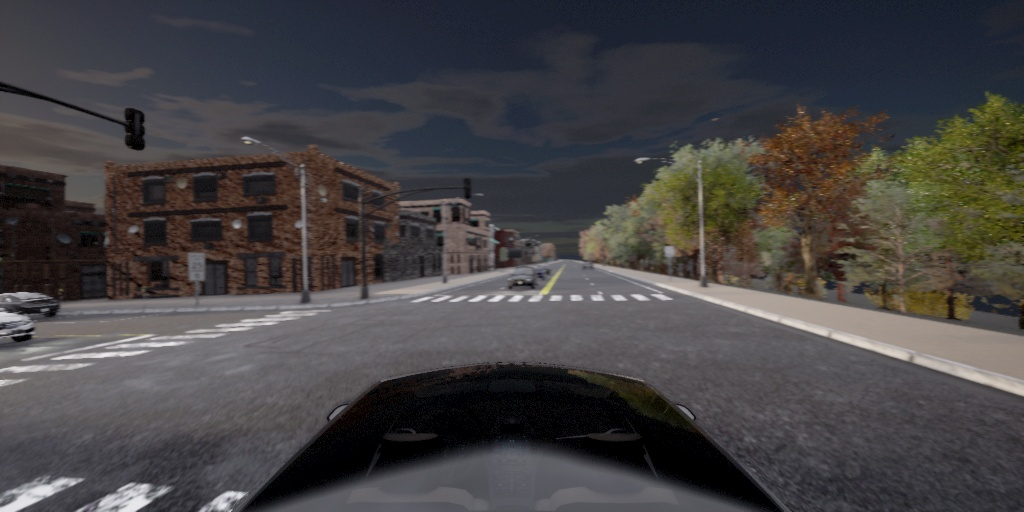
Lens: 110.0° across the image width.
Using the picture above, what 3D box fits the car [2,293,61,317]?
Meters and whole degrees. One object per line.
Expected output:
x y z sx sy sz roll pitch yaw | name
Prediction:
-25.608 2.575 18.324 4.403 1.370 2.007 0 0 8 | car

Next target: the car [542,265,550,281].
2.455 1.744 36.081 1.895 1.301 4.718 -2 -1 9 | car

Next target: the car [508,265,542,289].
0.903 1.558 26.283 1.837 1.490 4.892 -2 -1 9 | car

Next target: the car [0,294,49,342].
-17.861 2.173 11.274 4.674 1.442 1.812 -3 0 8 | car

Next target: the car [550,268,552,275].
4.040 1.835 46.053 1.895 1.301 4.718 -2 -1 9 | car
